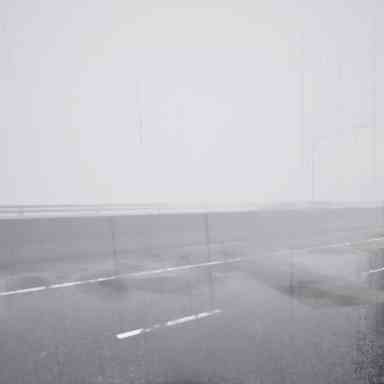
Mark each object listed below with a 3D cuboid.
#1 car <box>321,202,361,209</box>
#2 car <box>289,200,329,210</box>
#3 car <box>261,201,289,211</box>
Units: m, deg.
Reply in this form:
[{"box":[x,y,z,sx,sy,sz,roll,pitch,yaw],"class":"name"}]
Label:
[{"box":[14.608,1.883,31.174,4.718,1.301,1.895,1,0,-34],"class":"car"},{"box":[12.571,1.632,34.023,4.553,1.767,2.097,1,0,-34],"class":"car"},{"box":[9.595,1.777,36.234,4.892,1.490,1.837,1,-1,-34],"class":"car"}]
